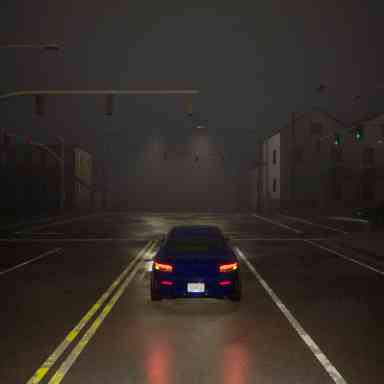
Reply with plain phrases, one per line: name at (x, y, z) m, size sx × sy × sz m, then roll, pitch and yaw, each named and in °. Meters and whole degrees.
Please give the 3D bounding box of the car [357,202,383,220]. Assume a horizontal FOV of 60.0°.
car at (16.378, 1.526, 27.930) m, size 4.674 × 1.442 × 1.812 m, roll 0°, pitch 0°, yaw -1°

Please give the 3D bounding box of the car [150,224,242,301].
car at (0.089, 1.526, 8.184) m, size 1.812 × 1.442 × 4.674 m, roll 0°, pitch 0°, yaw 0°
